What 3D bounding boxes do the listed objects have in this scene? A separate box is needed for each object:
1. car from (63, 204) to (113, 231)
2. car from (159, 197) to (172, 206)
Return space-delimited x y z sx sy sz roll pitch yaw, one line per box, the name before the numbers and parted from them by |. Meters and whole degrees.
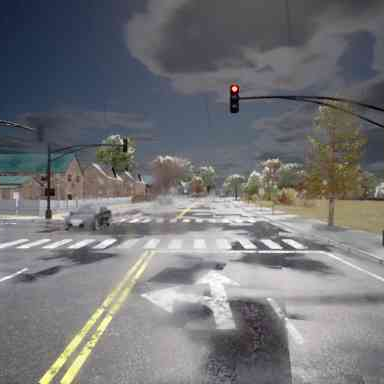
car | -6.286 1.516 20.601 2.128 1.511 4.902 0 0 1
car | -4.650 1.607 59.274 2.128 1.511 4.902 0 0 4
